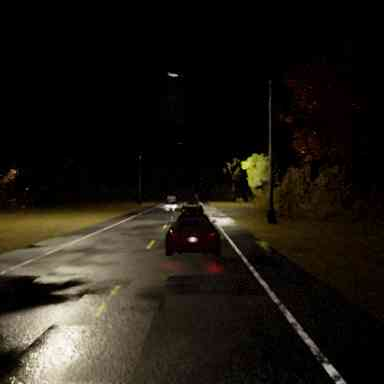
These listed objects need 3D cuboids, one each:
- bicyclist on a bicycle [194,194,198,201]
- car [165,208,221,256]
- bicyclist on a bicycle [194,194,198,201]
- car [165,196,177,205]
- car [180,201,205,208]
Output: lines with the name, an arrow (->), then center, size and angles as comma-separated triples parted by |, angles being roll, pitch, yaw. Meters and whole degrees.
bicyclist on a bicycle -> 0.949, 1.298, 68.808 | 0.659, 1.776, 1.843 | 0, 0, 0
car -> 0.045, 1.556, 13.143 | 1.994, 1.385, 4.181 | 0, 0, 1
bicyclist on a bicycle -> 0.944, 1.355, 77.810 | 0.866, 1.612, 1.509 | 0, 0, 0
car -> -3.572, 1.438, 57.396 | 2.128, 1.511, 4.902 | 0, 0, 0
car -> 0.041, 1.486, 28.019 | 1.837, 1.490, 4.892 | 0, 0, 1
